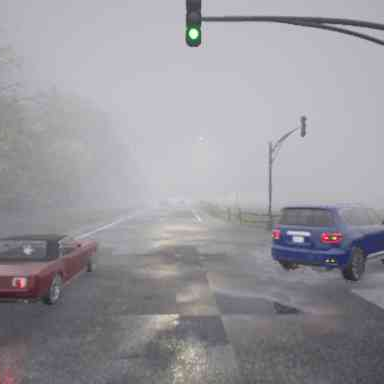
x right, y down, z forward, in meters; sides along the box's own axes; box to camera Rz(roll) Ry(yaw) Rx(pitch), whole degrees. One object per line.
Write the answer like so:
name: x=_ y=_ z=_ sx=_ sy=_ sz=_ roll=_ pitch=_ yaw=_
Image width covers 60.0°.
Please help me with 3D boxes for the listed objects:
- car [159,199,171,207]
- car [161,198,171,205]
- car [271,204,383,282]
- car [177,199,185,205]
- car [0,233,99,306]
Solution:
car: x=-5.641 y=2.137 z=67.136 sx=2.128 sy=1.511 sz=4.902 roll=1 pitch=-1 yaw=-2
car: x=-5.953 y=2.258 z=77.199 sx=2.128 sy=1.511 sz=4.902 roll=1 pitch=-1 yaw=-2
car: x=4.748 y=1.386 z=10.585 sx=5.566 sy=2.045 sz=2.150 roll=1 pitch=-3 yaw=-43
car: x=-2.401 y=2.288 z=75.554 sx=2.033 sy=1.411 sz=5.357 roll=1 pitch=-1 yaw=-2
car: x=-3.703 y=1.654 z=8.111 sx=1.895 sy=1.301 sz=4.718 roll=1 pitch=-1 yaw=-2
